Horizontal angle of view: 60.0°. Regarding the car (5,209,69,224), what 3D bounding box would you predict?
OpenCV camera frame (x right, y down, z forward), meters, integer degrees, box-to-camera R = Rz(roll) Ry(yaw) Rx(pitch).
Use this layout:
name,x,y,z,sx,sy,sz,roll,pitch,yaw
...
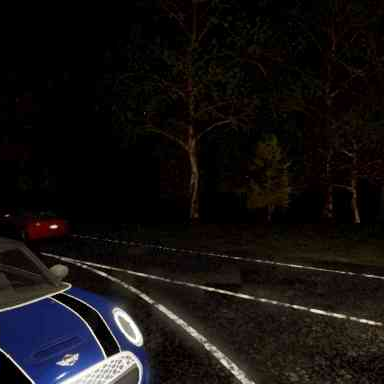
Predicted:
name,x,y,z,sx,sy,sz,roll,pitch,yaw
car,-7.632,1.482,15.690,4.181,1.385,1.994,0,0,36

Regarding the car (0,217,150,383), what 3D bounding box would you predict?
name,x,y,z,sx,sy,sz,roll,pitch,yaw
car,-2.634,1.337,3.756,4.553,1.767,2.097,1,0,35
